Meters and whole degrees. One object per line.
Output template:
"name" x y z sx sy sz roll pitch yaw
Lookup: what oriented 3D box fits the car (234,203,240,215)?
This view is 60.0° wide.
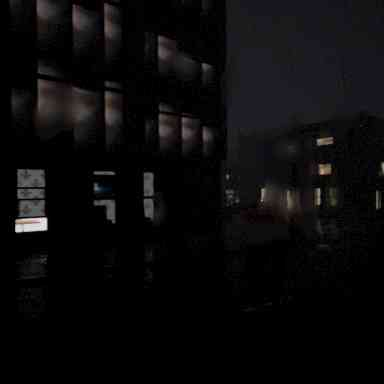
"car" 5.226 1.914 38.127 2.008 1.369 4.403 -2 0 -37

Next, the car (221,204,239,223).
"car" 1.612 1.931 28.529 1.947 1.339 4.313 -2 0 -37

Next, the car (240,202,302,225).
"car" 6.475 1.619 26.598 2.097 1.767 4.553 -1 0 -37
